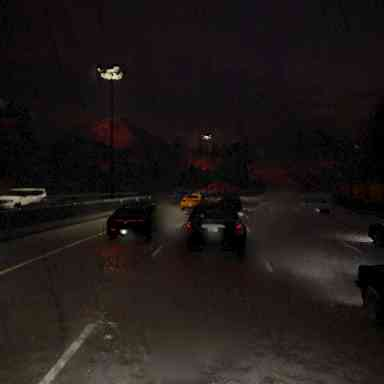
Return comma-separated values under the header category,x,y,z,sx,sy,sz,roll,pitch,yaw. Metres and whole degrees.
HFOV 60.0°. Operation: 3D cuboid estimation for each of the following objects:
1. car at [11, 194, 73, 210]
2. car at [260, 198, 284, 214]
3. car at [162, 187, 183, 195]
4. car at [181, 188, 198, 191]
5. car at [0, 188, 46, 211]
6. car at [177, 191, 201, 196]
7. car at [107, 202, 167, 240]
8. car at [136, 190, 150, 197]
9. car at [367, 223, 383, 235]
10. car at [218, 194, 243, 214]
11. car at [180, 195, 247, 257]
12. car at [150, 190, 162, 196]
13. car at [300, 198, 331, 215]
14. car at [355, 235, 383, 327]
category,x,y,z,sx,sy,sz,roll,pitch,yaw
car,-11.565,1.073,26.782,2.033,1.411,5.357,0,1,10
car,6.734,1.134,28.262,1.895,1.301,4.718,0,1,12
car,-3.118,0.101,66.463,2.150,2.045,5.566,0,1,24
car,0.257,0.393,65.410,2.128,1.511,4.902,0,1,24
car,-14.744,0.712,28.709,2.150,2.045,5.566,0,1,11
car,0.341,0.942,31.698,1.882,1.535,5.008,0,1,12
car,-2.380,1.241,15.286,1.837,1.490,4.892,0,1,6
car,-9.661,0.344,68.917,2.128,1.511,4.902,1,1,23
car,7.667,1.378,10.698,2.033,1.411,5.357,0,1,5
car,3.567,1.002,30.099,1.837,1.490,4.892,0,1,12
car,0.834,1.145,12.210,2.097,1.767,4.553,0,1,5
car,-6.025,0.329,68.500,1.837,1.490,4.892,0,1,23
car,10.263,1.144,28.079,1.895,1.301,4.718,0,1,12
car,3.766,1.541,3.832,1.895,1.301,4.718,0,1,2
